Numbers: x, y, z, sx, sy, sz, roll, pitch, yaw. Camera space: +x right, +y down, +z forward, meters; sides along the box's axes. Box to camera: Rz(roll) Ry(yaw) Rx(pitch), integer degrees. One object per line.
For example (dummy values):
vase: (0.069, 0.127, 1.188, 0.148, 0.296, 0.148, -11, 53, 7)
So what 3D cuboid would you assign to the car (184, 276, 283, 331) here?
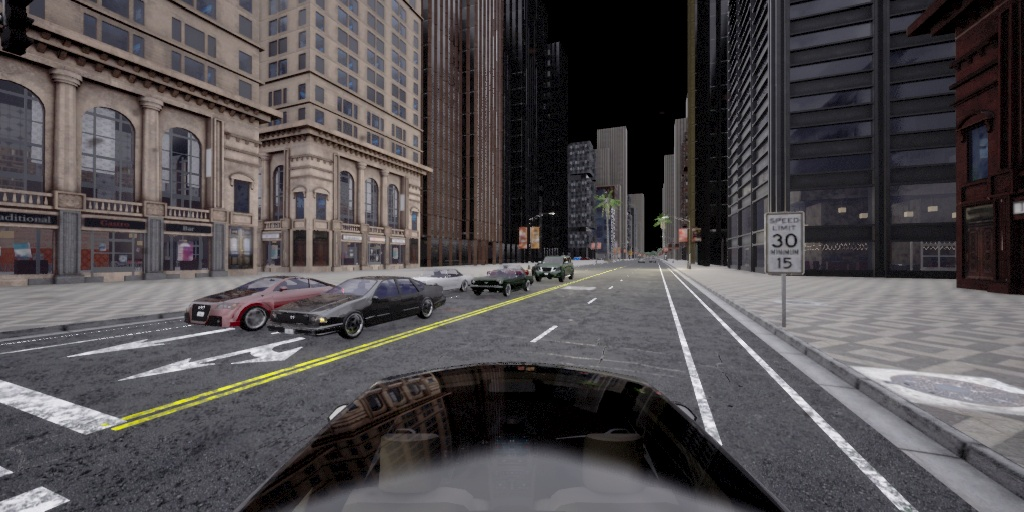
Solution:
car: (-7.274, 1.316, 11.083, 1.994, 1.385, 4.181, 0, 0, 22)

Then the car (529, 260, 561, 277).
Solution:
car: (3.573, 1.251, 37.901, 1.882, 1.535, 5.008, 0, 0, 22)

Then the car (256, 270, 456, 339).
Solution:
car: (-4.006, 1.299, 10.509, 2.033, 1.411, 5.357, 0, 0, 22)

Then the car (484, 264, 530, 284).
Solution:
car: (-0.278, 1.364, 28.449, 1.895, 1.301, 4.718, 0, 0, 22)

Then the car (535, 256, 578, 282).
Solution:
car: (3.582, 0.987, 29.322, 2.150, 2.045, 5.566, 0, 0, 22)

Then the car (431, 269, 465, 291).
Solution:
car: (-4.003, 1.357, 19.211, 1.895, 1.301, 4.718, 0, 0, 22)

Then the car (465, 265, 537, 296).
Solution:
car: (-0.420, 1.358, 19.402, 1.895, 1.301, 4.718, 0, 0, 22)
